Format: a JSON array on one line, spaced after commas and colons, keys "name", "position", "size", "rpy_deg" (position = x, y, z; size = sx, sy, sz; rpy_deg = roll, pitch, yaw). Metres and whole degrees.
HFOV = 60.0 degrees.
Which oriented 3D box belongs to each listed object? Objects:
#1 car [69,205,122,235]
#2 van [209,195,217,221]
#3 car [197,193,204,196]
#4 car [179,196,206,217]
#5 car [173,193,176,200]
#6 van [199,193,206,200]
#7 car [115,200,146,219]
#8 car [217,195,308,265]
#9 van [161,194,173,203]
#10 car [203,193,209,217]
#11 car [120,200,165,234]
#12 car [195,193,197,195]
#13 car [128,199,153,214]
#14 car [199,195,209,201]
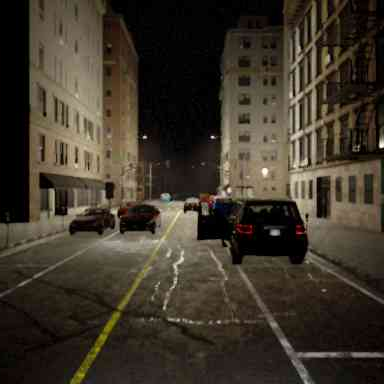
[{"name": "car", "position": [-5.373, 1.550, 18.428], "size": [1.802, 1.307, 4.206], "rpy_deg": [0, 0, 0]}, {"name": "van", "position": [2.662, 1.291, 29.442], "size": [1.690, 1.788, 3.998], "rpy_deg": [0, 0, 0]}, {"name": "car", "position": [2.766, 1.181, 72.325], "size": [2.192, 1.841, 5.009], "rpy_deg": [0, 0, 0]}, {"name": "car", "position": [0.081, 1.431, 34.700], "size": [2.128, 1.511, 4.902], "rpy_deg": [0, 0, 1]}, {"name": "car", "position": [-5.339, 1.420, 77.737], "size": [1.947, 1.339, 4.313], "rpy_deg": [0, 0, 0]}, {"name": "van", "position": [2.765, 1.174, 88.543], "size": [1.690, 1.788, 3.998], "rpy_deg": [0, 0, 0]}, {"name": "car", "position": [-5.363, 1.493, 29.450], "size": [1.887, 1.381, 4.507], "rpy_deg": [0, 0, 0]}, {"name": "car", "position": [2.279, 1.201, 11.800], "size": [2.150, 2.045, 5.566], "rpy_deg": [0, 0, 0]}, {"name": "van", "position": [-5.351, 1.217, 66.924], "size": [1.690, 1.788, 3.998], "rpy_deg": [0, 0, 0]}, {"name": "car", "position": [2.667, 1.255, 34.954], "size": [2.192, 1.841, 5.009], "rpy_deg": [0, 0, 0]}, {"name": "car", "position": [-2.822, 1.445, 18.999], "size": [1.882, 1.535, 5.008], "rpy_deg": [0, 0, 0]}, {"name": "car", "position": [2.765, 1.137, 93.950], "size": [2.192, 1.841, 5.009], "rpy_deg": [0, 0, 0]}, {"name": "car", "position": [-5.358, 1.504, 34.961], "size": [1.947, 1.339, 4.313], "rpy_deg": [0, 0, 0]}, {"name": "car", "position": [2.766, 1.406, 77.731], "size": [2.008, 1.369, 4.403], "rpy_deg": [0, 0, 0]}]
